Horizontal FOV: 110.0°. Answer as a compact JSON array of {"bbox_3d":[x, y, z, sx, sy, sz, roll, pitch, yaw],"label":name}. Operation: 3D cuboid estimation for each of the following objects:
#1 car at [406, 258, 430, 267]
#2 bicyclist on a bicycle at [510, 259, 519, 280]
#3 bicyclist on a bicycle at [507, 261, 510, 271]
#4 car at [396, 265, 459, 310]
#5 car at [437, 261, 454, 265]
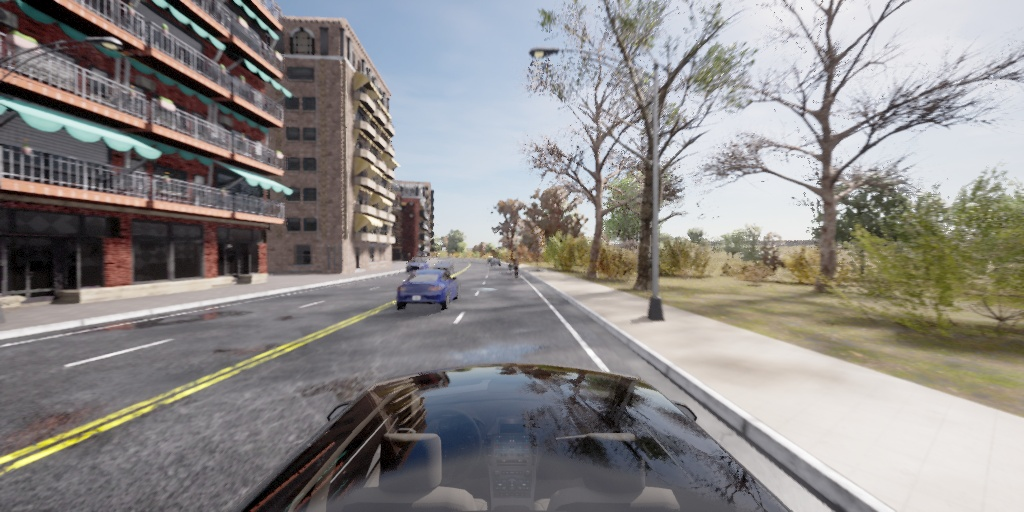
[{"bbox_3d":[-11.009,1.047,42.061,2.097,1.767,4.553,0,0,-3],"label":"car"},{"bbox_3d":[0.348,1.145,29.342,0.582,1.620,1.656,0,0,-2],"label":"bicyclist on a bicycle"},{"bbox_3d":[-0.180,1.105,40.163,0.866,1.612,1.509,0,0,-3],"label":"bicyclist on a bicycle"},{"bbox_3d":[-3.279,1.259,14.497,1.812,1.442,4.674,0,0,-1],"label":"car"},{"bbox_3d":[-7.701,1.234,41.350,2.033,1.411,5.357,0,0,-3],"label":"car"}]
